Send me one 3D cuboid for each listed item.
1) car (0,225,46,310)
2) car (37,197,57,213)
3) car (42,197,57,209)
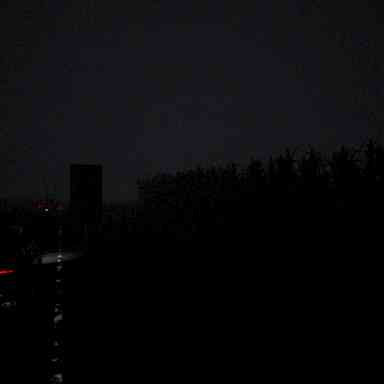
[{"bbox_3d":[-4.447,1.498,7.414,1.837,1.490,4.892,0,0,-21],"label":"car"},{"bbox_3d":[-15.714,1.551,36.196,1.895,1.301,4.718,0,0,-21],"label":"car"},{"bbox_3d":[-19.471,1.454,45.609,1.812,1.442,4.674,0,0,-21],"label":"car"}]
